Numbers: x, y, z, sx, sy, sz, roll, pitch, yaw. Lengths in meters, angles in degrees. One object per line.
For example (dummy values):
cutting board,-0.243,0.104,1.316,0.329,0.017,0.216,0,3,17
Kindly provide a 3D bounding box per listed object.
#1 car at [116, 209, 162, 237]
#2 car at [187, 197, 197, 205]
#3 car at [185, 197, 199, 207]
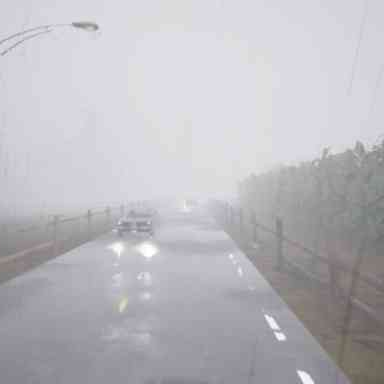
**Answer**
car,-2.781,1.598,18.242,1.895,1.301,4.718,0,0,1
car,0.006,1.713,62.609,1.837,1.490,4.892,0,0,0
car,0.005,1.620,52.186,2.128,1.511,4.902,0,0,0
